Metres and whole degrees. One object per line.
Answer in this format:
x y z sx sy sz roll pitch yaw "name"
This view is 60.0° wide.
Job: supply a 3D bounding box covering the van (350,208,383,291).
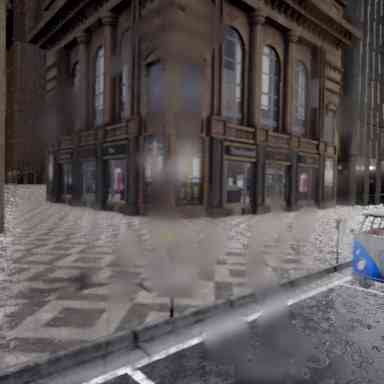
5.092 1.215 7.502 3.998 1.788 1.690 0 2 -42 "van"
